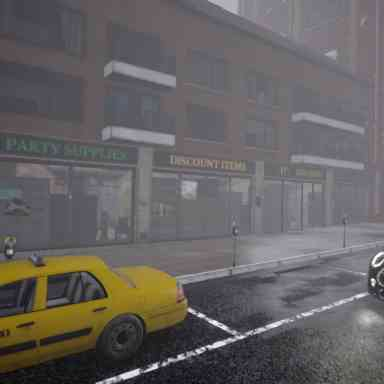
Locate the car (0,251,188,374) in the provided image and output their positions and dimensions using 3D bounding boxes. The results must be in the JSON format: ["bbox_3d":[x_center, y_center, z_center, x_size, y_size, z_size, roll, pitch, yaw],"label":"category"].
[{"bbox_3d":[-2.348,1.526,4.400,4.829,1.417,1.752,0,2,-35],"label":"car"}]

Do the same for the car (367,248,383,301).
[{"bbox_3d":[5.772,1.359,7.156,4.553,1.767,2.097,0,0,-35],"label":"car"}]
